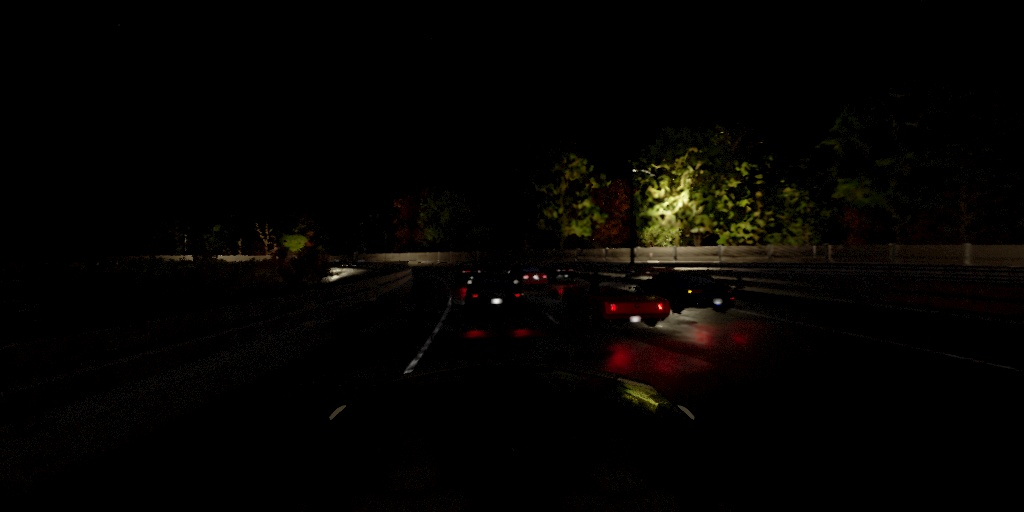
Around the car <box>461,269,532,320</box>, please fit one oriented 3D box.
[{"bbox_3d":[-0.659,1.349,12.895,1.994,1.385,4.181,0,0,-6],"label":"car"}]

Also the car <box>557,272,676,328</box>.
[{"bbox_3d":[2.998,1.359,11.495,1.895,1.301,4.718,0,0,-5],"label":"car"}]

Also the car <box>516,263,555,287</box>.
[{"bbox_3d":[0.923,1.356,24.844,2.033,1.411,5.357,0,0,-13],"label":"car"}]

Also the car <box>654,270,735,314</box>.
[{"bbox_3d":[6.301,1.269,13.637,1.812,1.442,4.674,0,0,-5],"label":"car"}]

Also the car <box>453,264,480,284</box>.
[{"bbox_3d":[-3.448,1.337,27.845,2.128,1.511,4.902,0,0,-14],"label":"car"}]

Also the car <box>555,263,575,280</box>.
[{"bbox_3d":[3.454,1.297,29.073,2.128,1.511,4.902,0,0,-14],"label":"car"}]
